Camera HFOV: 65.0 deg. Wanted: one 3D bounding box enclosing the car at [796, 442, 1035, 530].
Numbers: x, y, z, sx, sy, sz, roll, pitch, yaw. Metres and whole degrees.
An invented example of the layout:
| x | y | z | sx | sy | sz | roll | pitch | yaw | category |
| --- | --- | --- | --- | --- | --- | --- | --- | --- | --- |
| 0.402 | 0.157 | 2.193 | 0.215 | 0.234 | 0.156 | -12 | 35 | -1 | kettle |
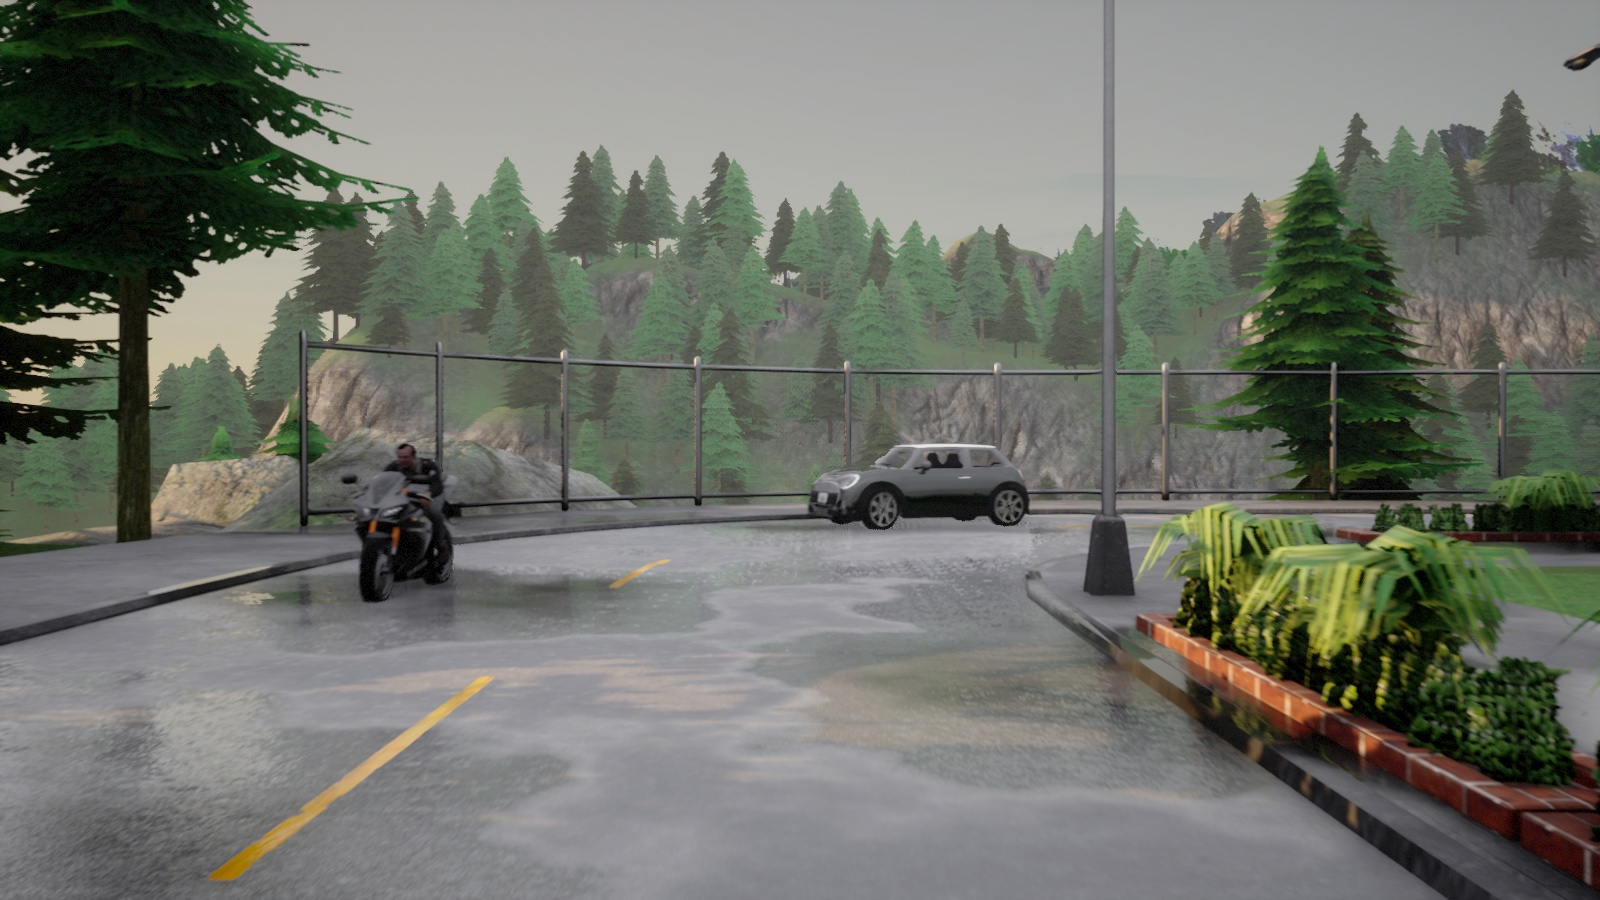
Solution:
| x | y | z | sx | sy | sz | roll | pitch | yaw | category |
| --- | --- | --- | --- | --- | --- | --- | --- | --- | --- |
| 2.053 | 0.588 | 22.558 | 3.806 | 1.475 | 1.970 | 0 | 0 | -22 | car |

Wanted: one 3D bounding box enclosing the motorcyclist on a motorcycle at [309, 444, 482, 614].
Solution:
| x | y | z | sx | sy | sz | roll | pitch | yaw | category |
| --- | --- | --- | --- | --- | --- | --- | --- | --- | --- |
| -3.938 | 0.708 | 12.457 | 0.866 | 1.530 | 2.191 | 1 | 0 | 4 | motorcyclist on a motorcycle |
